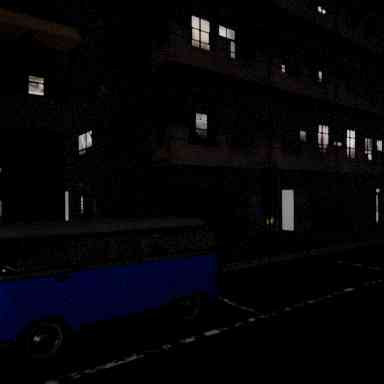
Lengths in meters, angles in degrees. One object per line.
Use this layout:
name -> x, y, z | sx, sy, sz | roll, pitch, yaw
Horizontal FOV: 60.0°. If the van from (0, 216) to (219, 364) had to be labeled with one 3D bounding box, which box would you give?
van -> -1.417, 1.341, 5.554 | 3.998, 1.788, 1.690 | 0, 0, -35
